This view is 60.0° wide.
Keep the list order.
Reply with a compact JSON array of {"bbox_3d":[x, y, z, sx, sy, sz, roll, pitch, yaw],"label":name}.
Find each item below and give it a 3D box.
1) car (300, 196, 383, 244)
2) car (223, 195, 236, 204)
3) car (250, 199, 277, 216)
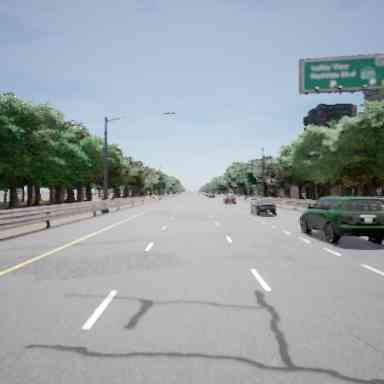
[{"bbox_3d":[7.005,1.221,15.883,2.150,2.045,5.566,0,0,0],"label":"car"},{"bbox_3d":[7.028,1.347,63.290,2.097,1.767,4.553,0,0,0],"label":"car"},{"bbox_3d":[7.013,1.502,32.976,1.837,1.490,4.892,0,0,0],"label":"car"}]
